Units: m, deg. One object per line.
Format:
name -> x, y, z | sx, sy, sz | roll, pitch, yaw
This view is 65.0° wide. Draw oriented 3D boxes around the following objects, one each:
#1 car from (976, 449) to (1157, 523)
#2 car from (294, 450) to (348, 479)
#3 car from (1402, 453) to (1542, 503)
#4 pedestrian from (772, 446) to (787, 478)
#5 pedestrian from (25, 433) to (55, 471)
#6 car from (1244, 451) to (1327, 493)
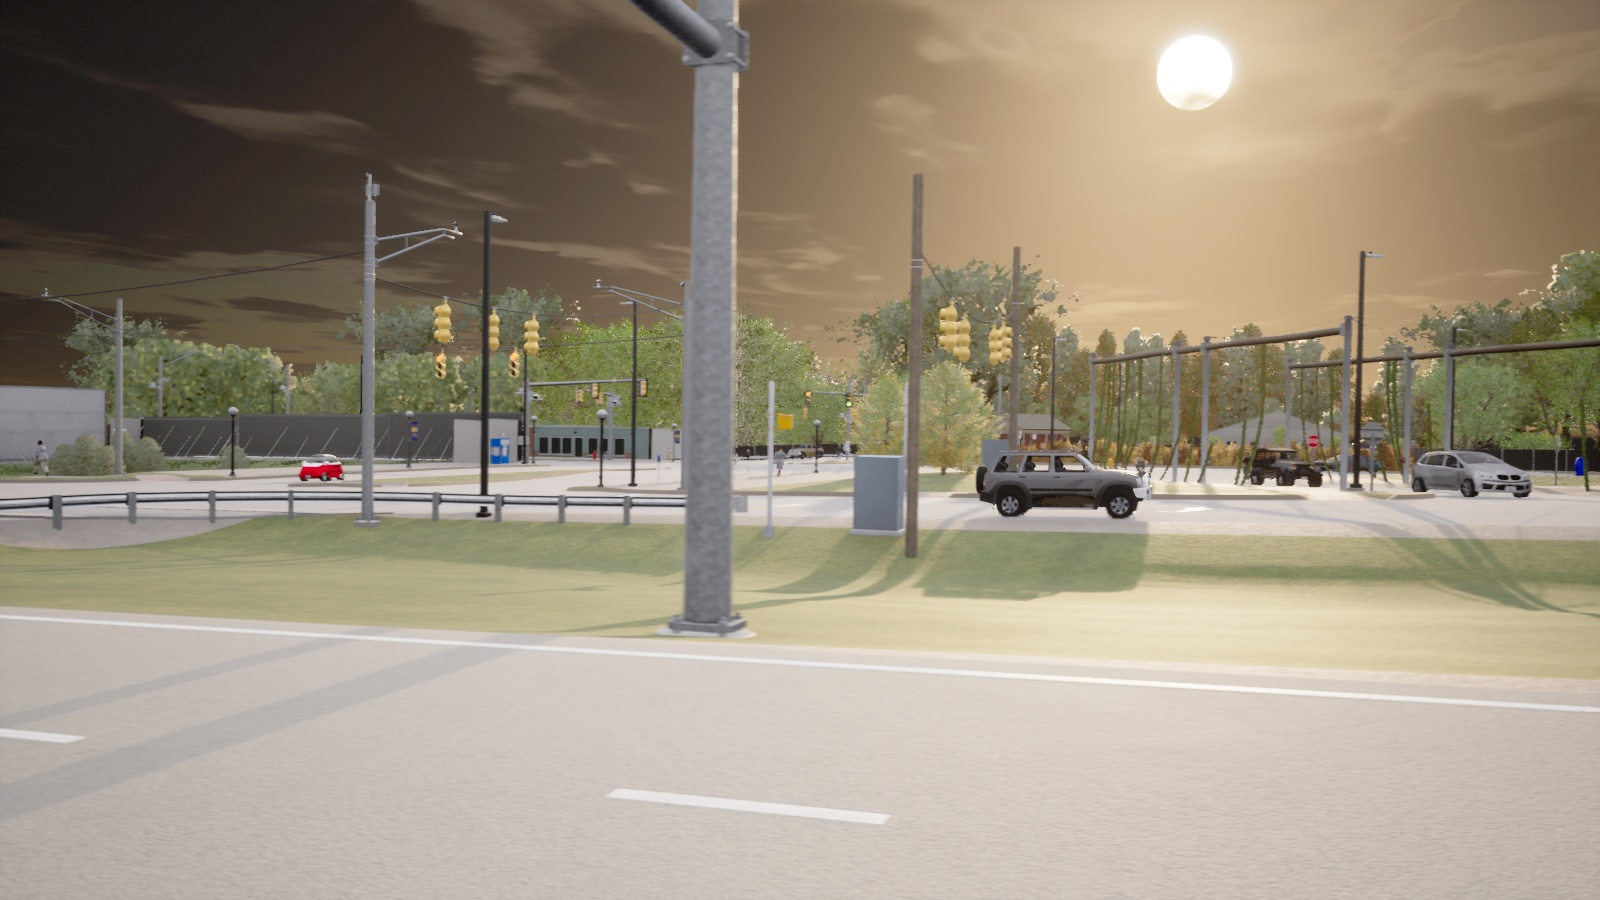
car -> 7.190, 0.932, 33.834 | 4.605, 1.855, 1.932 | 0, 1, 18
car -> -24.087, 0.713, 63.236 | 1.481, 1.376, 2.207 | 1, 0, 18
car -> 24.264, 0.977, 45.554 | 2.242, 1.667, 4.611 | 1, -1, -6
pedestrian -> -1.265, 0.722, 77.367 | 0.659, 1.952, 0.873 | 2, 1, 19
pedestrian -> -37.737, 0.089, 62.345 | 0.900, 1.855, 0.874 | 2, 1, 19
car -> 22.644, 1.003, 58.712 | 1.905, 1.878, 3.866 | 1, 0, -9
